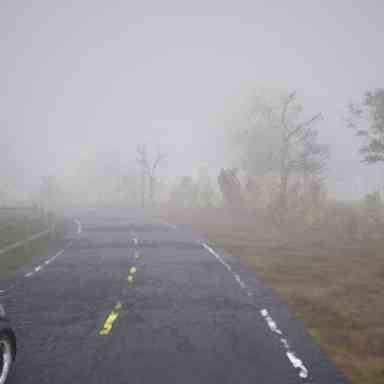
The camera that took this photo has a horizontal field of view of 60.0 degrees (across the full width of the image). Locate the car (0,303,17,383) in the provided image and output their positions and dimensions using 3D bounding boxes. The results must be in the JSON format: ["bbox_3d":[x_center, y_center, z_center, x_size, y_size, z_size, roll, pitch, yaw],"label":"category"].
[{"bbox_3d":[-2.991,1.559,2.176,1.994,1.385,4.181,0,0,-2],"label":"car"}]
